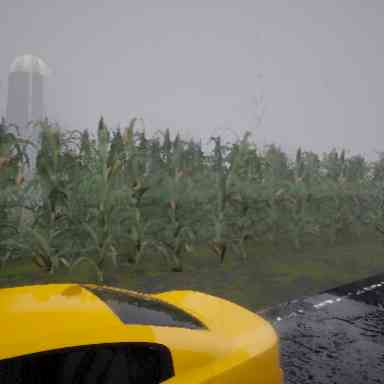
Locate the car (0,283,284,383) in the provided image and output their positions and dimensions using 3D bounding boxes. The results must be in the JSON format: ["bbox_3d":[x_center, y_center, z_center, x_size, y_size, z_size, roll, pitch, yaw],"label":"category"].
[{"bbox_3d":[-1.564,1.480,2.009,5.008,1.535,1.882,0,0,-36],"label":"car"}]
